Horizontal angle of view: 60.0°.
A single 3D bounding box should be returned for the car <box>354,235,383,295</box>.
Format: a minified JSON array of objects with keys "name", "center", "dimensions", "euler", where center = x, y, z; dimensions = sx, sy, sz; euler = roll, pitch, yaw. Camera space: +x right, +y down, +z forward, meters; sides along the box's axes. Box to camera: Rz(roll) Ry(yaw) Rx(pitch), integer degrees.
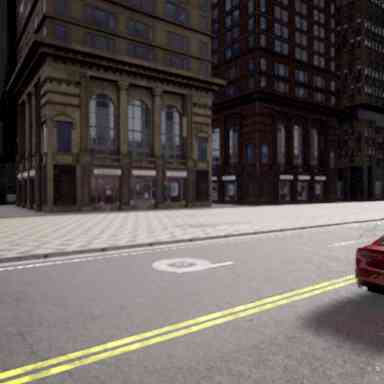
[{"name":"car","center":[5.656,1.436,7.470],"dimensions":[5.008,1.535,1.882],"euler":[0,0,-35]}]
